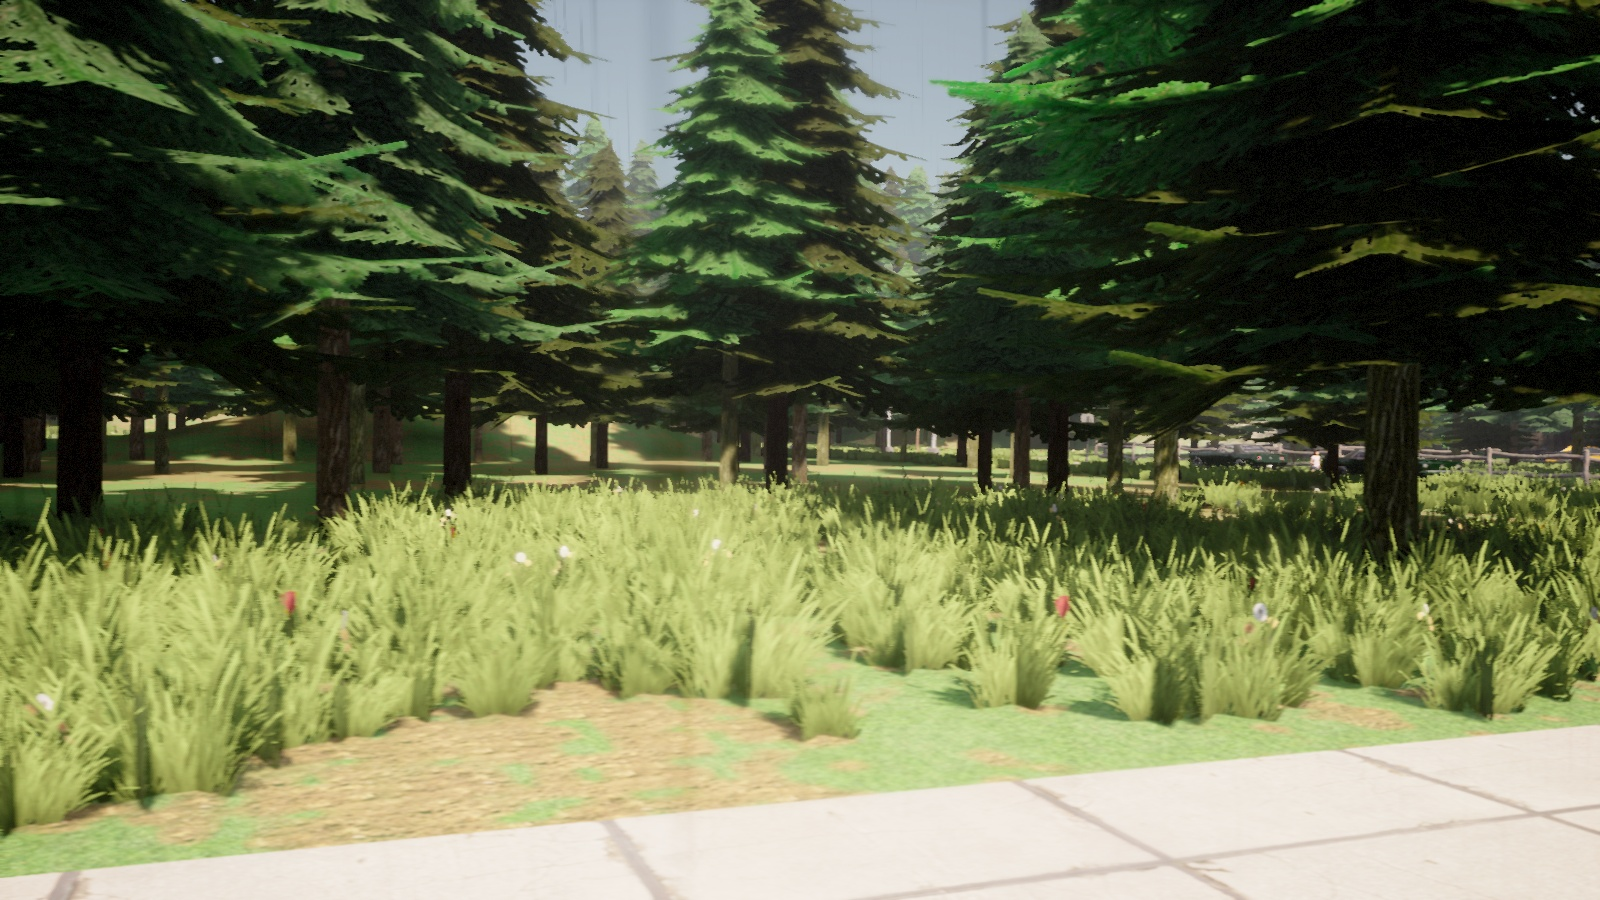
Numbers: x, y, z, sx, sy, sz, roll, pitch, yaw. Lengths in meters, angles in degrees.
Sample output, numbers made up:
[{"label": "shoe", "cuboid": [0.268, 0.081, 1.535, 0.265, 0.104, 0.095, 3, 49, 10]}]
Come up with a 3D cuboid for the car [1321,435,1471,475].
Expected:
[{"label": "car", "cuboid": [20.440, 0.129, 43.323, 1.895, 1.301, 4.718, -1, 1, -20]}]

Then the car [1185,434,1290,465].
[{"label": "car", "cuboid": [19.527, -0.052, 56.308, 1.895, 1.301, 4.718, -1, 1, -20]}]

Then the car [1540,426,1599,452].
[{"label": "car", "cuboid": [49.659, -0.693, 78.991, 5.366, 1.575, 1.801, 0, 1, 31]}]
